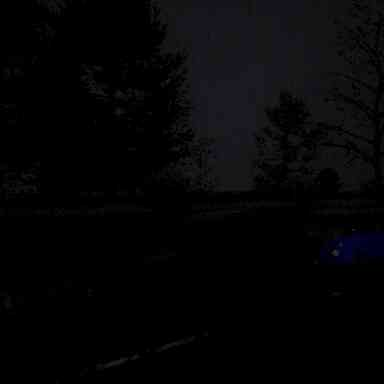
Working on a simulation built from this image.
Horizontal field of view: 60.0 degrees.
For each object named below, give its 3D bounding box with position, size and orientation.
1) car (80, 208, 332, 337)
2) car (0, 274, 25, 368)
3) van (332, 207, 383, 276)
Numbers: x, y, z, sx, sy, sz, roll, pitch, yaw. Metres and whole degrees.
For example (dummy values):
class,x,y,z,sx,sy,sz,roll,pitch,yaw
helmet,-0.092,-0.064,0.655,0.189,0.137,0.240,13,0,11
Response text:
class,x,y,z,sx,sy,sz,roll,pitch,yaw
car,0.398,1.321,6.845,5.009,1.841,2.192,0,0,-36
car,-4.185,1.438,3.573,4.097,1.590,1.967,0,0,-36
van,4.981,1.356,10.115,3.998,1.788,1.690,0,0,-36
